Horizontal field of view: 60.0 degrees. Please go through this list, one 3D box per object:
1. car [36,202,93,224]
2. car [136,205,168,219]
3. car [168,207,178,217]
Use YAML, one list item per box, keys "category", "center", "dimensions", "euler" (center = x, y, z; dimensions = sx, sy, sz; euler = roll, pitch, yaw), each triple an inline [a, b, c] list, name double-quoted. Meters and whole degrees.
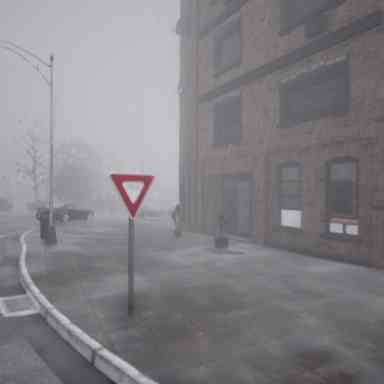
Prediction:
- category: "car"
  center: [-9.215, 1.493, 24.494]
  dimensions: [1.882, 1.535, 5.008]
  euler: [0, -2, 14]
- category: "car"
  center: [-4.971, 2.218, 36.202]
  dimensions: [2.128, 1.511, 4.902]
  euler: [1, -3, 23]
- category: "car"
  center: [-3.105, 2.864, 48.168]
  dimensions: [1.882, 1.535, 5.008]
  euler: [0, -3, 26]
